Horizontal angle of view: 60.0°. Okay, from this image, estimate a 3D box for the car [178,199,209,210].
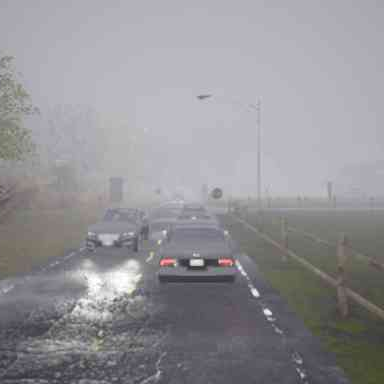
[{"bbox_3d":[0.099,1.388,20.496,1.994,1.385,4.181,0,1,0],"label":"car"}]

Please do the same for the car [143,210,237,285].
[{"bbox_3d":[0.098,1.469,9.312,2.033,1.411,5.357,0,0,0],"label":"car"}]

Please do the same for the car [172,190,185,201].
[{"bbox_3d":[-2.771,0.610,65.638,2.150,2.045,5.566,0,1,0],"label":"car"}]

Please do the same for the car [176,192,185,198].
[{"bbox_3d":[-2.759,0.692,81.639,1.882,1.535,5.008,0,1,0],"label":"car"}]

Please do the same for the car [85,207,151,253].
[{"bbox_3d":[-2.751,1.378,13.312,2.128,1.511,4.902,0,1,0],"label":"car"}]
